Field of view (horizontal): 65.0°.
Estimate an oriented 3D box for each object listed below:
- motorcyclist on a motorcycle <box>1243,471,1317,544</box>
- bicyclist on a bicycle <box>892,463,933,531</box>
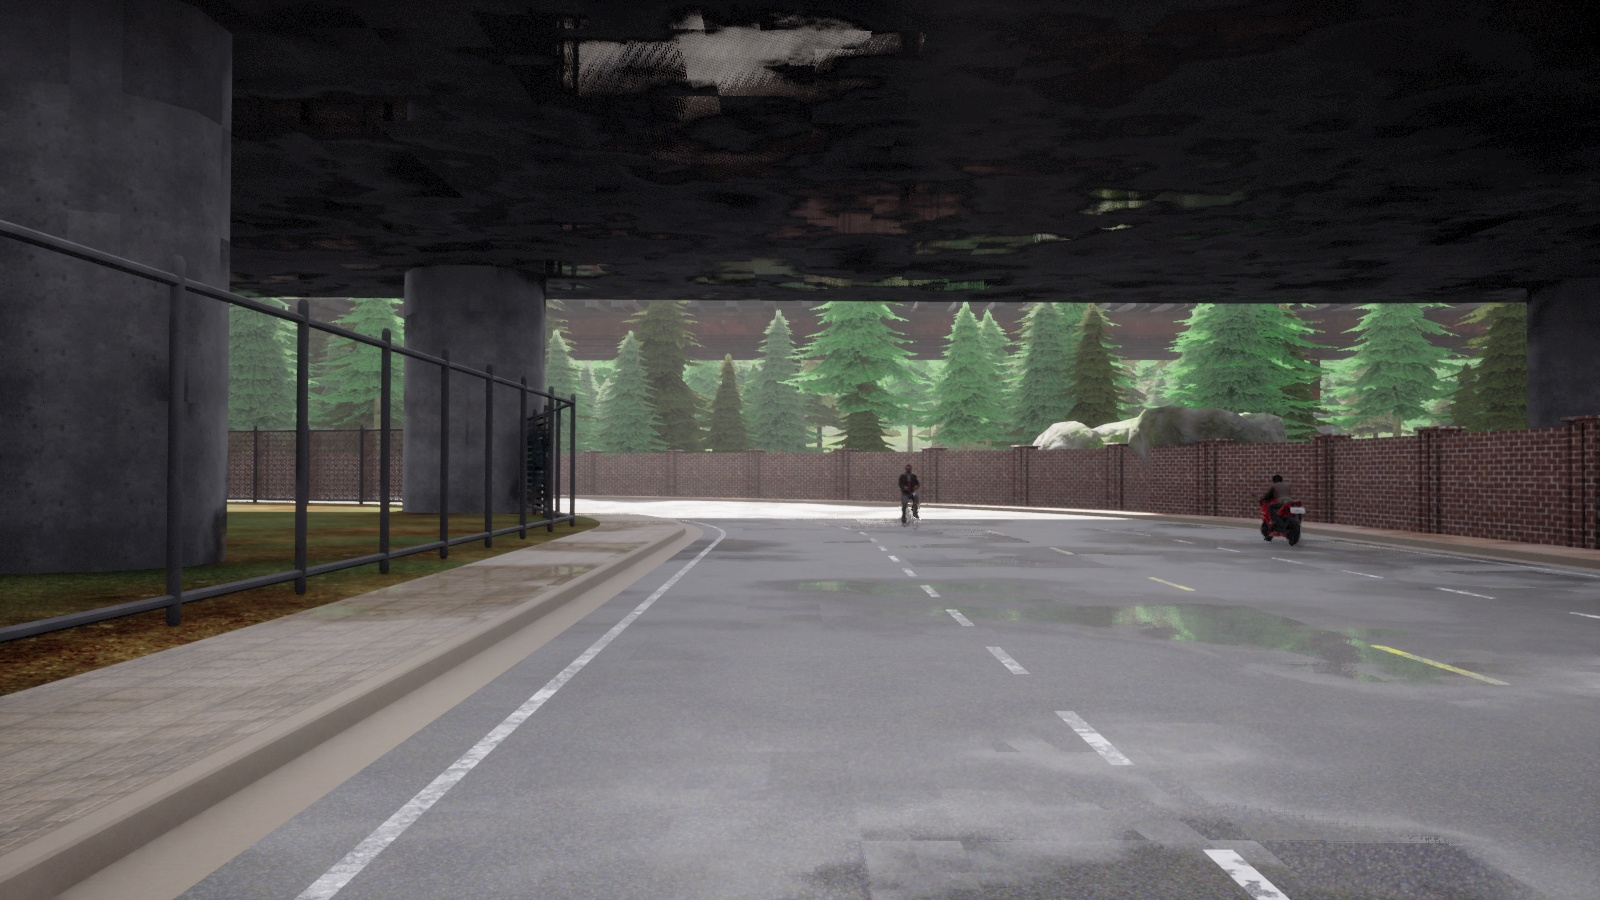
[{"bbox_3d":[10.421,1.213,27.325,0.797,1.523,2.044,0,-1,-1],"label":"motorcyclist on a motorcycle"},{"bbox_3d":[3.008,1.239,33.755,0.659,1.776,1.843,0,-1,-9],"label":"bicyclist on a bicycle"}]
